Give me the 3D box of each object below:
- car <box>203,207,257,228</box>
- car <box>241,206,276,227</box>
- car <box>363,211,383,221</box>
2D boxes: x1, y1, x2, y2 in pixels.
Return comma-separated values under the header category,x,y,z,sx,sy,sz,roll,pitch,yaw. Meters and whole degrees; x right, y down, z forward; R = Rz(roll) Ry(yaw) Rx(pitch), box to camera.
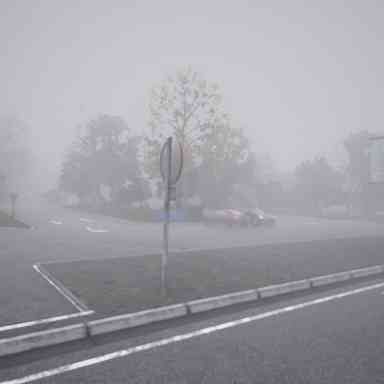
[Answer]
category,x,y,z,sx,sy,sz,roll,pitch,yaw
car,2.915,2.204,28.519,2.002,1.452,4.674,3,-2,-36
car,5.467,2.162,30.408,2.185,1.767,4.553,3,-2,-35
car,25.352,3.295,44.392,2.002,1.452,4.674,3,-2,-35
